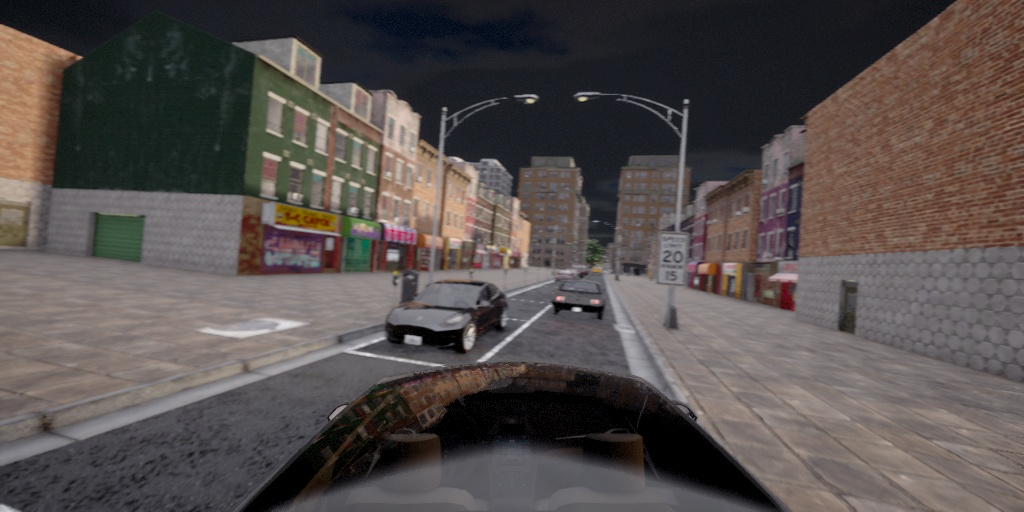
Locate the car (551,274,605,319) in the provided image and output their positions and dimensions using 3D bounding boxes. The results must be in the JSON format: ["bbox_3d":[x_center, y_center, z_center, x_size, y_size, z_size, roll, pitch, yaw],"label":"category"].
[{"bbox_3d":[2.851,1.655,14.823,1.895,1.301,4.718,4,0,14],"label":"car"}]

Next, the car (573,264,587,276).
[{"bbox_3d":[9.349,2.183,52.459,2.192,1.841,5.009,0,0,14],"label":"car"}]

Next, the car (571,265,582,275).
[{"bbox_3d":[6.671,2.114,41.561,2.007,1.370,4.403,0,0,14],"label":"car"}]

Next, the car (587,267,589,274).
[{"bbox_3d":[12.027,2.497,63.358,2.192,1.841,5.009,0,0,14],"label":"car"}]

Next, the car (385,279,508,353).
[{"bbox_3d":[-1.368,1.262,8.866,1.948,1.339,4.313,0,0,14],"label":"car"}]

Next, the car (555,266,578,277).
[{"bbox_3d":[5.331,1.997,36.111,1.802,1.307,4.207,0,0,14],"label":"car"}]
